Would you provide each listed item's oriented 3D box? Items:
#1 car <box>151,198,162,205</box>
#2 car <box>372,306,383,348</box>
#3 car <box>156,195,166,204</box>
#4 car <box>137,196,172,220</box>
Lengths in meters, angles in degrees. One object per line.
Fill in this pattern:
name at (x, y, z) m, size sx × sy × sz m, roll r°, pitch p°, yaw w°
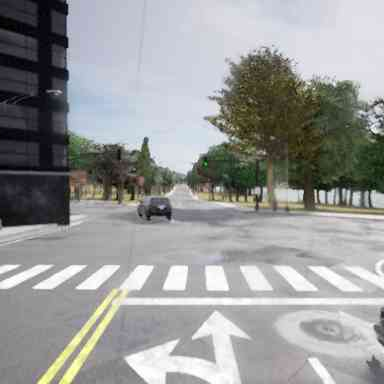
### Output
car at (-7.429, 1.945, 70.166) m, size 1.882 × 1.535 × 5.008 m, roll 0°, pitch -1°, yaw -2°
car at (3.356, 1.550, 1.966) m, size 2.033 × 1.411 × 5.357 m, roll 0°, pitch 0°, yaw -1°
car at (-7.900, 1.909, 85.112) m, size 2.150 × 2.045 × 5.566 m, roll 0°, pitch -1°, yaw -2°
car at (-3.435, 1.391, 30.079) m, size 2.150 × 2.045 × 5.566 m, roll 1°, pitch 1°, yaw -20°
